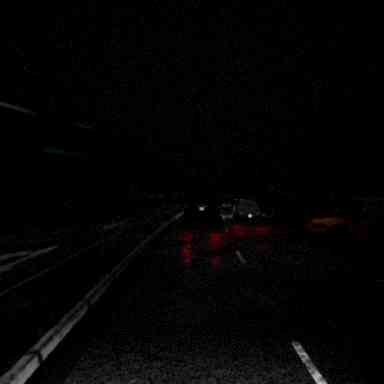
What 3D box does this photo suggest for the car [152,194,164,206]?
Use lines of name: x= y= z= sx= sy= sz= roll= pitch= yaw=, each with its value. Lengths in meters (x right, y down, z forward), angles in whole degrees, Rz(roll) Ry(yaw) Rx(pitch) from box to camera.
car: x=-5.639 y=1.079 z=44.713 sx=2.002 sy=1.452 sz=4.674 roll=0 pitch=0 yaw=9

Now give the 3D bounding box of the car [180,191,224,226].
car: x=0.740 y=1.015 z=21.496 sx=2.150 sy=2.045 sz=5.566 roll=0 pitch=1 yaw=4

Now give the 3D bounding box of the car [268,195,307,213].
car: x=8.732 y=1.204 z=25.873 sx=4.892 sy=1.521 sz=2.231 roll=0 pitch=1 yaw=5

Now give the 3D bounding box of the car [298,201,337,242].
car: x=7.861 y=1.341 z=14.983 sx=5.366 sy=1.575 sz=1.946 roll=0 pitch=1 yaw=3

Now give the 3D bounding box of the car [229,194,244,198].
car: x=5.865 y=1.056 z=41.453 sx=1.837 sy=1.490 sz=4.892 roll=0 pitch=0 yaw=8

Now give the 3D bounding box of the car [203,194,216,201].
car: x=4.668 y=1.356 z=87.952 sx=2.185 sy=1.767 sz=4.553 roll=0 pitch=-1 yaw=19

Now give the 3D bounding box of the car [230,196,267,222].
car: x=3.934 y=1.283 z=23.896 sx=1.812 sy=1.442 sz=4.674 roll=0 pitch=1 yaw=4

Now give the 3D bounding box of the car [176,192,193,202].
car: x=-1.405 y=0.996 z=66.499 sx=2.185 sy=1.767 sz=4.553 roll=0 pitch=-1 yaw=14

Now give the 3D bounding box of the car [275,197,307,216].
car: x=8.552 y=1.271 z=23.147 sx=4.792 sy=1.488 sz=2.163 roll=0 pitch=1 yaw=5

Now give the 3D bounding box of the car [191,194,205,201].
car: x=1.376 y=1.329 z=77.196 sx=2.002 sy=1.452 sz=4.674 roll=0 pitch=-1 yaw=16

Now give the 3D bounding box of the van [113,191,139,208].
van: x=-7.142 y=0.906 z=33.604 sx=1.878 sy=1.987 sz=4.442 roll=0 pitch=1 yaw=7

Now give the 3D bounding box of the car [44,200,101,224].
car: x=-8.151 y=1.271 z=22.701 sx=2.097 sy=1.535 sz=5.008 roll=0 pitch=1 yaw=5

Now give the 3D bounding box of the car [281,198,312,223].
car: x=8.308 y=1.307 z=20.429 sx=4.792 sy=1.488 sz=2.163 roll=0 pitch=1 yaw=4

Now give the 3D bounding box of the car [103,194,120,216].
car: x=-7.706 y=1.232 z=28.176 sx=2.163 sy=1.488 sz=4.792 roll=0 pitch=1 yaw=6

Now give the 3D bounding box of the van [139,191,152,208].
van: x=-6.470 y=0.849 z=39.101 sx=1.878 sy=1.987 sz=4.442 roll=0 pitch=0 yaw=8

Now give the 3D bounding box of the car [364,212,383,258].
car: x=7.864 y=1.443 z=9.532 sx=4.674 sy=1.452 sz=2.002 roll=0 pitch=1 yaw=2

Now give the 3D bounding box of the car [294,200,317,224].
car: x=8.180 y=1.352 z=17.701 sx=4.674 sy=1.452 sz=2.002 roll=0 pitch=1 yaw=3

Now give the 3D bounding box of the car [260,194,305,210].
car: x=9.236 y=1.150 z=31.439 sx=4.792 sy=1.488 sz=2.163 roll=0 pitch=1 yaw=7

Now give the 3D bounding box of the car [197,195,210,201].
car: x=2.940 y=1.414 z=82.489 sx=2.163 sy=1.488 sz=4.792 roll=0 pitch=-1 yaw=18

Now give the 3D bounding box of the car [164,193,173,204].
car: x=-4.746 y=1.066 z=50.183 sx=2.002 sy=1.452 sz=4.674 roll=0 pitch=0 yaw=10

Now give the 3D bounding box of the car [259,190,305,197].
car: x=9.875 y=0.804 z=36.864 sx=5.566 sy=2.045 sz=2.435 roll=0 pitch=0 yaw=8

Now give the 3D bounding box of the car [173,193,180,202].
car: x=-2.657 y=0.815 z=61.032 sx=2.435 sy=2.045 sz=5.566 roll=0 pitch=-1 yaw=13

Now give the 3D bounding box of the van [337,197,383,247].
van: x=8.059 y=1.149 z=12.238 sx=4.442 sy=1.987 sz=1.878 roll=0 pitch=1 yaw=2

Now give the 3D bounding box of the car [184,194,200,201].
car: x=-0.047 y=1.199 z=71.966 sx=2.231 sy=1.521 sz=4.892 roll=0 pitch=-1 yaw=15
